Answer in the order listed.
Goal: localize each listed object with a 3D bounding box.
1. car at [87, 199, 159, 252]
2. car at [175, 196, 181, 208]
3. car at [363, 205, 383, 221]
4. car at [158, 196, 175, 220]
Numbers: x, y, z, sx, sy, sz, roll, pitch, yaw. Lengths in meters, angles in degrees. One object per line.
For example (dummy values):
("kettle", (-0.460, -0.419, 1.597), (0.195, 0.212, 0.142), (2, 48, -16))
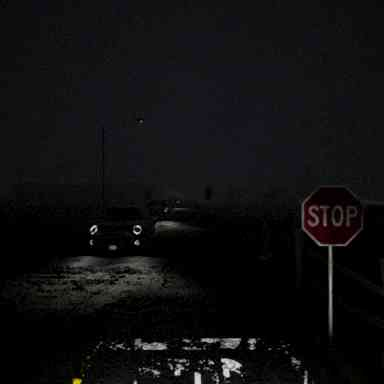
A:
("car", (-2.758, 1.357, 13.868), (2.097, 1.767, 4.553), (0, 0, 0))
("car", (-2.781, 1.416, 49.085), (2.097, 1.767, 4.553), (0, 0, 0))
("car", (15.891, 1.839, 29.413), (4.674, 1.442, 1.812), (1, -1, -20))
("car", (-2.767, 1.375, 27.771), (2.097, 1.767, 4.553), (0, 0, 0))
